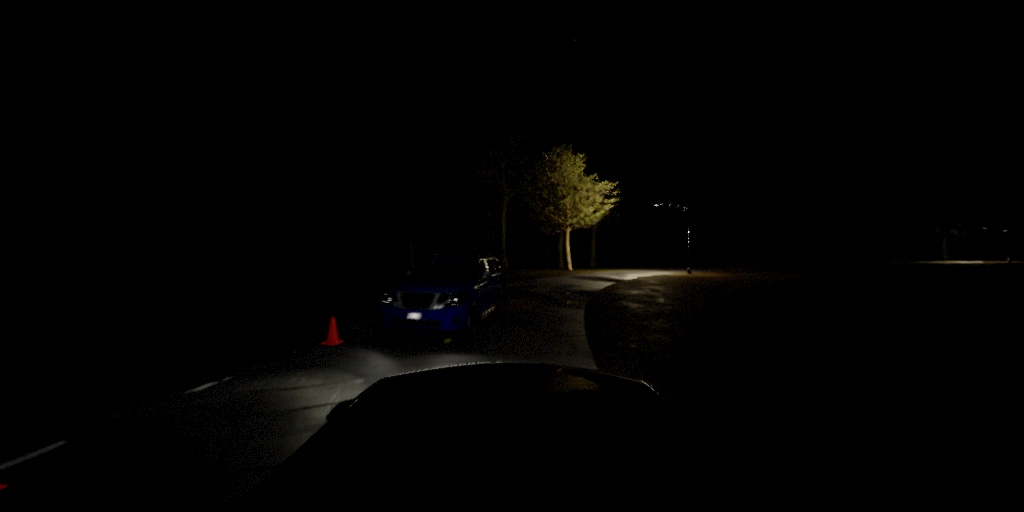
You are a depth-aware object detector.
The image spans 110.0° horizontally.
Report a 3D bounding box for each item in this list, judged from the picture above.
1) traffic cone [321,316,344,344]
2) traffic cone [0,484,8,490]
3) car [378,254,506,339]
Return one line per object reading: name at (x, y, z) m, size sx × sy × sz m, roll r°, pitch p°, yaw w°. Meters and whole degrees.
traffic cone at (-4.042, 1.656, 8.075) m, size 0.340 × 0.580 × 0.340 m, roll 0°, pitch 0°, yaw 7°
traffic cone at (-4.431, 1.653, 2.872) m, size 0.340 × 0.580 × 0.340 m, roll 0°, pitch 0°, yaw 2°
car at (-1.619, 0.950, 10.456) m, size 2.150 × 2.045 × 5.566 m, roll 1°, pitch 0°, yaw 10°
